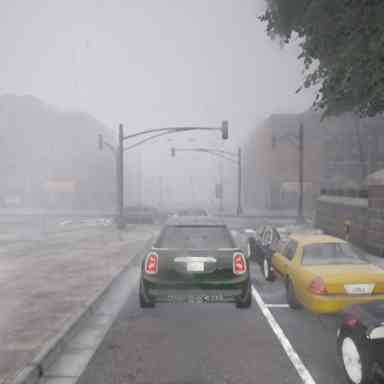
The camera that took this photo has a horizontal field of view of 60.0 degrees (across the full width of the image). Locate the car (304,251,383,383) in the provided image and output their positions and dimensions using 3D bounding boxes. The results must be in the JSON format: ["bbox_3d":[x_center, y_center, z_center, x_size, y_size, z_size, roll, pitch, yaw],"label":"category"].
[{"bbox_3d":[2.626,1.548,2.487,2.008,1.369,4.403,-1,0,0],"label":"car"}]

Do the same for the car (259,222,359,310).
[{"bbox_3d":[2.688,1.518,7.648,1.752,1.417,4.829,-1,0,0],"label":"car"}]

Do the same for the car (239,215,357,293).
[{"bbox_3d":[2.668,1.541,9.622,2.008,1.369,4.403,-1,0,0],"label":"car"}]

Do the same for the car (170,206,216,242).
[{"bbox_3d":[0.042,1.543,17.464,2.033,1.411,5.357,0,0,0],"label":"car"}]

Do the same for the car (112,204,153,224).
[{"bbox_3d":[-3.366,1.565,23.074,4.181,1.385,1.994,0,1,0],"label":"car"}]

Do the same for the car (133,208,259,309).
[{"bbox_3d":[0.080,1.344,8.030,2.097,1.767,4.553,0,0,0],"label":"car"}]
